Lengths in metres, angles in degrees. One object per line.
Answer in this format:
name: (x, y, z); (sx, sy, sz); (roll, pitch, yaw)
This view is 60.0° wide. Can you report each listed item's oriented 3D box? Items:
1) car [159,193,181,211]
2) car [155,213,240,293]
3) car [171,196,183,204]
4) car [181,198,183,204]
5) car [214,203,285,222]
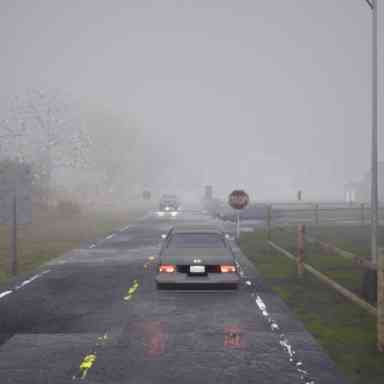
car: (-2.835, 1.200, 41.522); (2.150, 2.045, 5.566); (0, 0, 0)
car: (0.101, 1.547, 8.990); (2.033, 1.411, 5.357); (0, 0, 0)
car: (-2.775, 1.448, 61.632); (1.837, 1.490, 4.892); (0, 0, 1)
car: (-2.807, 1.440, 51.539); (1.882, 1.535, 5.008); (0, 0, 1)
car: (4.263, 1.520, 24.873); (5.357, 1.411, 2.033); (0, -1, -19)
